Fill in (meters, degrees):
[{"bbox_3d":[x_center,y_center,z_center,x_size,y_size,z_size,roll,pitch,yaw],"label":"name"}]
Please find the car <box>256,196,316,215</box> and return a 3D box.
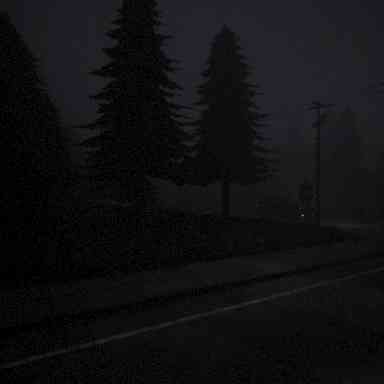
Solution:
[{"bbox_3d":[7.885,1.369,28.081,2.150,2.045,5.566,1,0,-33],"label":"car"}]
